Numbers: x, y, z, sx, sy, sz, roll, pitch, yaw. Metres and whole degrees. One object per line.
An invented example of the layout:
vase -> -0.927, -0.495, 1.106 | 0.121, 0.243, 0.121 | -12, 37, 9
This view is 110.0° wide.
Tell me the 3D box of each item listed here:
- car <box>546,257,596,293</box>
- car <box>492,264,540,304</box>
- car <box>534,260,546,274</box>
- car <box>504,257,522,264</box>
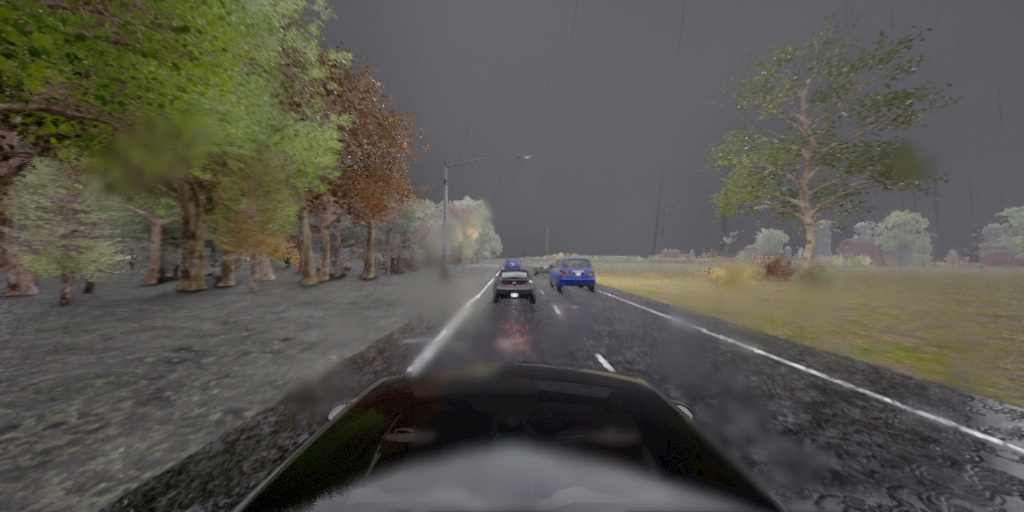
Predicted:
car -> 3.601, 1.086, 22.118 | 2.150, 2.045, 5.566 | 0, 0, 0
car -> 0.102, 1.343, 17.043 | 1.837, 1.490, 4.892 | 0, 0, 0
car -> 3.603, 1.310, 41.171 | 2.097, 1.767, 4.553 | 0, 0, 0
car -> 0.104, 1.216, 48.256 | 2.150, 2.045, 5.566 | 0, 0, 0
